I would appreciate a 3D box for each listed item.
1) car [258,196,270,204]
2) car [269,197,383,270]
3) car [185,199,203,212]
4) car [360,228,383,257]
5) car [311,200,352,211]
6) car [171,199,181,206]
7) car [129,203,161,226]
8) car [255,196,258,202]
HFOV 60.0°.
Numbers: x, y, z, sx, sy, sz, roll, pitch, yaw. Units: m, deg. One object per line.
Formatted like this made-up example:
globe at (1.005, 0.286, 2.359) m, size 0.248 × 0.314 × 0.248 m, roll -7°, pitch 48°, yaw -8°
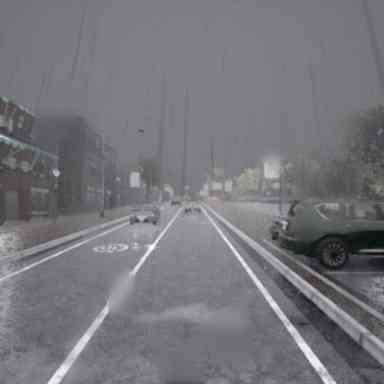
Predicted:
car at (18.747, 1.877, 78.705) m, size 4.553 × 1.767 × 2.185 m, roll 0°, pitch -1°, yaw 0°
car at (5.623, 1.225, 10.629) m, size 5.566 × 2.045 × 2.435 m, roll 0°, pitch 0°, yaw 0°
car at (0.095, 1.850, 41.789) m, size 1.895 × 1.301 × 4.718 m, roll 0°, pitch 0°, yaw 0°
car at (5.600, 1.465, 5.024) m, size 4.892 × 1.521 × 2.231 m, roll 0°, pitch 0°, yaw 0°
car at (18.693, 1.766, 44.670) m, size 4.674 × 1.452 × 2.002 m, roll 0°, pitch 0°, yaw 0°
car at (-3.262, 2.058, 66.957) m, size 1.895 × 1.301 × 4.718 m, roll 0°, pitch 0°, yaw 0°
car at (-3.352, 1.594, 24.559) m, size 2.128 × 1.511 × 4.902 m, roll 0°, pitch 0°, yaw 0°
car at (18.676, 2.070, 81.873) m, size 4.674 × 1.452 × 2.002 m, roll 0°, pitch 0°, yaw 0°
